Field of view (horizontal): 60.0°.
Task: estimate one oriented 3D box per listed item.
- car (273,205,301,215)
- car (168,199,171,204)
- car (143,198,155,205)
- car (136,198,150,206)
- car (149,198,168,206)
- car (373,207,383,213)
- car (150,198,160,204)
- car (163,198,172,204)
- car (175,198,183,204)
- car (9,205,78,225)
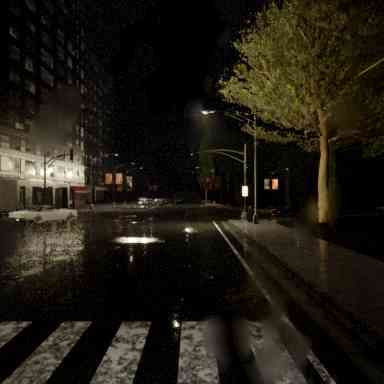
[{"bbox_3d":[13.056,2.480,45.457,4.718,1.301,1.895,3,-2,-45],"label":"car"},{"bbox_3d":[-6.302,2.039,74.277,1.882,1.535,5.008,0,-1,0],"label":"car"},{"bbox_3d":[-9.551,2.110,74.890,2.033,1.411,5.357,0,-1,0],"label":"car"},{"bbox_3d":[-9.616,1.922,64.593,2.128,1.511,4.902,0,-1,1],"label":"car"},{"bbox_3d":[-6.367,1.975,64.327,2.033,1.411,5.357,0,-1,1],"label":"car"},{"bbox_3d":[42.461,4.000,74.943,5.357,1.411,2.033,4,-3,-45],"label":"car"},{"bbox_3d":[-9.522,2.267,85.433,2.033,1.411,5.357,0,-1,0],"label":"car"},{"bbox_3d":[-6.274,2.310,84.601,1.895,1.301,4.718,0,-1,0],"label":"car"},{"bbox_3d":[-3.037,2.181,79.608,2.033,1.411,5.357,0,-1,0],"label":"car"},{"bbox_3d":[-11.094,1.673,25.324,1.895,1.301,4.718,1,0,31],"label":"car"}]
